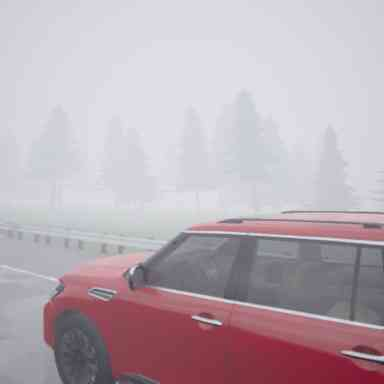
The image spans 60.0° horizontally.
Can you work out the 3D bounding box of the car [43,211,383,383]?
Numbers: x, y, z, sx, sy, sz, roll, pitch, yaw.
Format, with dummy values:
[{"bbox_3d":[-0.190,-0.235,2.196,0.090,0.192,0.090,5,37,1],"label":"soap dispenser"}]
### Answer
[{"bbox_3d":[0.803,1.222,3.419,5.566,2.045,2.150,0,0,36],"label":"car"}]
